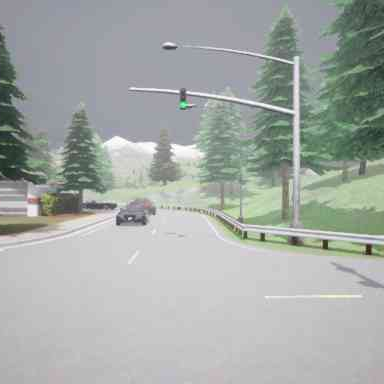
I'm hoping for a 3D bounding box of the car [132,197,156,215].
[{"bbox_3d":[-5.061,1.347,33.582,2.097,1.767,4.553,0,0,-20],"label":"car"}]

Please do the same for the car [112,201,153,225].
[{"bbox_3d":[-4.160,1.560,23.797,1.994,1.385,4.181,0,0,-3],"label":"car"}]

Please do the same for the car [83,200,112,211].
[{"bbox_3d":[-11.687,1.602,41.275,4.718,1.301,1.895,0,0,14],"label":"car"}]
